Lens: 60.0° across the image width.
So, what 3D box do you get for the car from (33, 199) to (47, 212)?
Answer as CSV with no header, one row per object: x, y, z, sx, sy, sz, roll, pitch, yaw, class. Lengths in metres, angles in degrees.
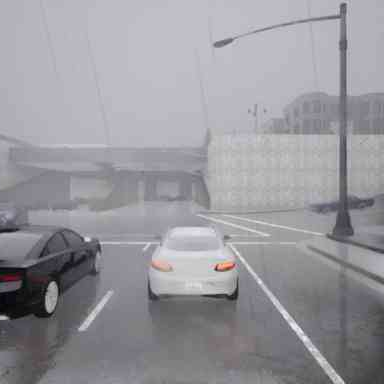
-18.523,1.545,39.355,2.033,1.411,5.357,0,0,-2,car

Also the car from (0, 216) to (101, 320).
-3.475,1.477,7.440,1.882,1.535,5.008,0,0,0,car

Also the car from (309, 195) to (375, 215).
12.053,1.010,27.097,4.718,1.301,1.895,-6,0,-1,car

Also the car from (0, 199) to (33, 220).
-11.346,1.350,20.016,2.097,1.767,4.553,0,0,-15,car

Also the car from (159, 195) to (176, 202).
-5.344,1.548,74.324,1.994,1.385,4.181,0,0,5,car

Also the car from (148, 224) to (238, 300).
0.018,1.525,8.239,1.812,1.442,4.674,0,0,0,car

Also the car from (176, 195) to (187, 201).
-2.860,1.547,83.848,1.994,1.385,4.181,0,0,27,car

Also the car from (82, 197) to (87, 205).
-19.062,1.544,55.742,2.033,1.411,5.357,0,0,-2,car

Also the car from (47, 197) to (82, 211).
-15.019,1.562,39.408,1.994,1.385,4.181,0,0,-2,car
